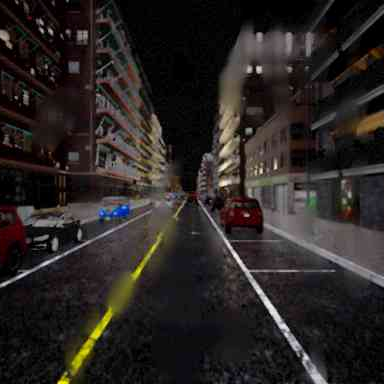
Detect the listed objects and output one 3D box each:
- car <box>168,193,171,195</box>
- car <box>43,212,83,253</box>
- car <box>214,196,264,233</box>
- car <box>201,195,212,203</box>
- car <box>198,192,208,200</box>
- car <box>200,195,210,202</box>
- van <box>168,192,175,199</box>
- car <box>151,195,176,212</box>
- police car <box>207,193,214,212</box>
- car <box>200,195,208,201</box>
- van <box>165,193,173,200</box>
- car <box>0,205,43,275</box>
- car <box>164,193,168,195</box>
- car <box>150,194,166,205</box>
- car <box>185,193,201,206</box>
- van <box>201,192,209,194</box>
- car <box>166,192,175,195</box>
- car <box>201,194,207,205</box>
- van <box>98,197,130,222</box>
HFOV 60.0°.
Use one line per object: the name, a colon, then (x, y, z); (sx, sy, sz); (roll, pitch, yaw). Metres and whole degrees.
car: (-5.660, 1.300, 64.153); (2.008, 1.369, 4.403); (0, 0, 0)
car: (-5.677, 1.492, 13.194); (2.008, 1.369, 4.403); (0, 0, 0)
car: (2.706, 1.232, 18.853); (2.192, 1.841, 5.009); (0, 0, 0)
car: (2.720, 1.294, 64.150); (1.887, 1.381, 4.507); (0, 0, 0)
car: (2.727, 1.011, 81.135); (2.192, 1.841, 5.009); (0, 0, 0)
car: (2.723, 1.296, 69.812); (1.947, 1.339, 4.313); (0, 0, 0)
van: (-5.648, 1.008, 92.463); (1.690, 1.788, 3.998); (0, 0, 0)
car: (-3.077, 1.369, 37.043); (1.812, 1.442, 4.674); (0, 0, 0)
police car: (3.014, 1.272, 36.397); (1.930, 1.638, 5.238); (0, 0, 0)
car: (2.724, 1.295, 75.474); (1.802, 1.307, 4.206); (0, 0, 0)
van: (-5.653, 1.038, 81.138); (1.690, 1.788, 3.998); (0, 0, 0)
car: (-5.678, 1.281, 7.532); (2.192, 1.841, 5.009); (0, 0, 0)
car: (-5.662, 1.295, 58.321); (1.752, 1.417, 4.829); (0, 0, 0)
car: (-5.664, 1.314, 52.658); (1.752, 1.417, 4.829); (0, 0, 0)
car: (0.021, 1.303, 50.006); (1.837, 1.490, 4.892); (0, 1, 0)
van: (2.720, 1.109, 58.487); (1.690, 1.788, 3.998); (0, 0, 0)
car: (-5.654, 1.028, 75.475); (2.192, 1.841, 5.009); (0, 0, 0)
car: (2.716, 1.353, 52.826); (1.947, 1.339, 4.313); (0, 0, 0)
van: (-5.672, 1.235, 24.518); (1.690, 1.788, 3.998); (0, 0, 0)
